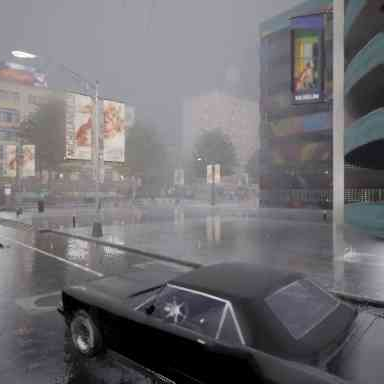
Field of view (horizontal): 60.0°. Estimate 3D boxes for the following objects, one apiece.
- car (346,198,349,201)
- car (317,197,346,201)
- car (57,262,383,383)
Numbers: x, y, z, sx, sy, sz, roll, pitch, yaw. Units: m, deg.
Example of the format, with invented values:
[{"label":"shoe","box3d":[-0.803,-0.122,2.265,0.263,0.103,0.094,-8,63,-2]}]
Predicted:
[{"label":"car","box3d":[23.629,1.413,53.837,4.786,1.482,2.161,0,0,-42]},{"label":"car","box3d":[17.393,1.320,42.573,4.674,1.452,2.002,0,0,-42]},{"label":"car","box3d":[0.273,1.601,4.181,4.718,1.301,1.895,0,0,40]}]
